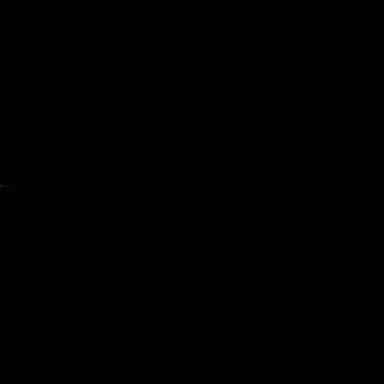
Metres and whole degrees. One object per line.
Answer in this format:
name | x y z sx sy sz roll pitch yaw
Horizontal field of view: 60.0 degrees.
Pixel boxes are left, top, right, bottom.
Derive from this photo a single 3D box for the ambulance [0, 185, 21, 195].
ambulance | -44.639 -0.416 79.807 2.351 2.431 6.366 0 0 35
